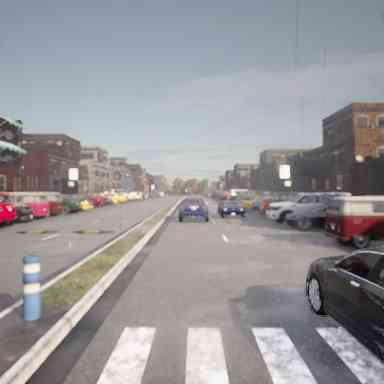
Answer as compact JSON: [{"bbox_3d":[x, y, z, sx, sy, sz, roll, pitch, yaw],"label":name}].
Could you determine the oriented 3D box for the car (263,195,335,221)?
[{"bbox_3d":[7.700,1.136,24.286,4.553,1.767,2.185,0,1,0],"label":"car"}]

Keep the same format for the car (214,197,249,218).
[{"bbox_3d":[3.132,1.346,27.390,1.895,1.301,4.718,0,1,0],"label":"car"}]

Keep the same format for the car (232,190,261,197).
[{"bbox_3d":[7.656,0.916,40.834,4.553,1.767,2.185,0,1,0],"label":"car"}]

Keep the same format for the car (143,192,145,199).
[{"bbox_3d":[-12.680,0.675,68.744,4.553,1.767,2.185,0,0,0],"label":"car"}]

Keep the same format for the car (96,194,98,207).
[{"bbox_3d":[-12.844,0.994,35.413,4.553,1.767,2.185,0,1,0],"label":"car"}]

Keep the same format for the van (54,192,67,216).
[{"bbox_3d":[-12.957,1.006,27.074,4.442,1.987,1.878,0,1,0],"label":"van"}]

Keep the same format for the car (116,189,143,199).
[{"bbox_3d":[-12.700,0.546,63.191,5.566,2.045,2.435,0,0,0],"label":"car"}]

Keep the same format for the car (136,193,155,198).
[{"bbox_3d":[-12.673,0.939,90.973,4.792,1.488,2.163,0,0,0],"label":"car"}]

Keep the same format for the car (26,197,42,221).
[{"bbox_3d":[-12.857,1.297,21.640,4.892,1.521,2.231,0,1,0],"label":"car"}]

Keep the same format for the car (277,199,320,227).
[{"bbox_3d":[7.634,1.352,18.772,4.792,1.488,2.163,0,1,0],"label":"car"}]

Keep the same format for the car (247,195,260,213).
[{"bbox_3d":[7.673,1.234,29.805,4.674,1.452,2.002,0,1,0],"label":"car"}]

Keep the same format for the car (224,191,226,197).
[{"bbox_3d":[7.722,0.709,46.346,5.566,2.045,2.435,0,1,0],"label":"car"}]

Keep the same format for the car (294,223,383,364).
[{"bbox_3d":[3.106,1.473,4.509,1.837,1.490,4.892,0,0,0],"label":"car"}]

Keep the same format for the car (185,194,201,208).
[{"bbox_3d":[0.149,1.037,41.054,1.882,1.535,5.008,0,1,0],"label":"car"}]

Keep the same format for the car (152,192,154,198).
[{"bbox_3d":[-12.640,0.893,82.637,4.792,1.488,2.163,0,0,0],"label":"car"}]

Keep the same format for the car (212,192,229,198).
[{"bbox_3d":[7.712,0.772,90.446,4.553,1.767,2.185,0,0,0],"label":"car"}]

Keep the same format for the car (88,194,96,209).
[{"bbox_3d":[-12.636,1.155,32.758,5.366,1.575,1.946,0,1,0],"label":"car"}]

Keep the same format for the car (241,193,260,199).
[{"bbox_3d":[7.864,1.155,32.560,5.366,1.575,1.946,0,1,0],"label":"car"}]

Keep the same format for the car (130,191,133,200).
[{"bbox_3d":[-12.756,0.884,54.982,4.674,1.452,2.002,0,1,0],"label":"car"}]

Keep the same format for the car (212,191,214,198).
[{"bbox_3d":[7.757,0.862,76.660,4.792,1.488,2.163,0,0,0],"label":"car"}]

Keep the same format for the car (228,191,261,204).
[{"bbox_3d":[7.728,0.795,49.103,4.553,1.767,2.185,0,1,0],"label":"car"}]

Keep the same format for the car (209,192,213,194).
[{"bbox_3d":[7.763,0.605,82.175,5.566,2.045,2.435,0,0,0],"label":"car"}]

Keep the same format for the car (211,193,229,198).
[{"bbox_3d":[7.776,0.943,93.202,4.792,1.488,2.163,0,0,0],"label":"car"}]

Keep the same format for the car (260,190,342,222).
[{"bbox_3d":[7.638,1.041,21.526,5.566,2.045,2.435,0,1,0],"label":"car"}]

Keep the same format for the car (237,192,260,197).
[{"bbox_3d":[7.867,1.118,35.320,5.366,1.575,1.946,0,1,0],"label":"car"}]

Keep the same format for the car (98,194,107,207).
[{"bbox_3d":[-12.799,1.080,38.193,5.008,1.535,2.097,0,1,0],"label":"car"}]

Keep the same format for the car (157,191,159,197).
[{"bbox_3d":[-12.630,0.928,93.877,5.008,1.535,2.097,0,0,0],"label":"car"}]

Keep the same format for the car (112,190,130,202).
[{"bbox_3d":[-12.947,0.872,52.212,5.366,1.575,1.946,0,1,0],"label":"car"}]

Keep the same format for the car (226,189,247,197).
[{"bbox_3d":[7.662,0.750,43.589,5.566,2.045,2.435,0,1,0],"label":"car"}]

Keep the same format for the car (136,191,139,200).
[{"bbox_3d":[-12.923,0.804,60.413,5.366,1.575,1.946,0,0,0],"label":"car"}]

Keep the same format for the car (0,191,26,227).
[{"bbox_3d":[-12.907,1.076,18.737,5.566,2.045,2.435,0,1,0],"label":"car"}]

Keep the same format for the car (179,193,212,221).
[{"bbox_3d":[0.128,1.131,24.714,2.097,1.767,4.553,0,1,0],"label":"car"}]

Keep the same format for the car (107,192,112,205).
[{"bbox_3d":[-12.825,1.068,40.973,4.792,1.488,2.163,0,1,0],"label":"car"}]

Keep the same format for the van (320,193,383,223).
[{"bbox_3d":[7.773,1.150,13.251,4.442,1.987,1.878,0,1,0],"label":"van"}]

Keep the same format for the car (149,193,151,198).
[{"bbox_3d":[-12.871,0.833,77.204,5.366,1.575,1.946,0,0,0],"label":"car"}]

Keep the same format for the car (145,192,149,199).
[{"bbox_3d":[-12.700,0.825,74.424,4.892,1.521,2.231,0,0,0],"label":"car"}]

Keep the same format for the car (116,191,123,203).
[{"bbox_3d":[-12.784,0.952,46.655,5.008,1.535,2.097,0,1,0],"label":"car"}]

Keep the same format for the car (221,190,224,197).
[{"bbox_3d":[7.698,0.854,54.614,5.008,1.535,2.097,0,0,0],"label":"car"}]

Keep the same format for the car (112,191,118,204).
[{"bbox_3d":[-12.794,0.997,43.752,4.892,1.521,2.231,0,1,0],"label":"car"}]

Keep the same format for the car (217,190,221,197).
[{"bbox_3d":[7.678,0.581,57.369,5.566,2.045,2.435,0,0,0],"label":"car"}]

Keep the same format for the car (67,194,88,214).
[{"bbox_3d":[-12.799,0.943,29.972,5.566,2.045,2.435,0,1,0],"label":"car"}]

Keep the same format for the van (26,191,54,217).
[{"bbox_3d":[-12.969,1.038,24.420,4.442,1.987,1.878,0,1,0],"label":"van"}]

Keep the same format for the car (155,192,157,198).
[{"bbox_3d":[-12.646,0.895,88.195,4.892,1.521,2.231,0,0,0],"label":"car"}]

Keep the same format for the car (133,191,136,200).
[{"bbox_3d":[-12.743,0.862,57.639,4.674,1.452,2.002,0,0,0],"label":"car"}]
